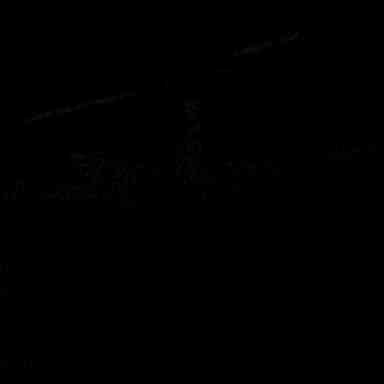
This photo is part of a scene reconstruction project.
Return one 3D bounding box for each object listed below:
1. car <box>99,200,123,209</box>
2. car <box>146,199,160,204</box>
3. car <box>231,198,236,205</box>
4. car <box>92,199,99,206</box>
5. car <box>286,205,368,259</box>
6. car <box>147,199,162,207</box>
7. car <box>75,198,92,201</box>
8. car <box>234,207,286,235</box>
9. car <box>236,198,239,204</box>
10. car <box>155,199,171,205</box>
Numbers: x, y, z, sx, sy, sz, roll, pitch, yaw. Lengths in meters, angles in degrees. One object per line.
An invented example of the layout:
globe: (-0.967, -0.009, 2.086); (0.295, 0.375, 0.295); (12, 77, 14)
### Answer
car: (-14.402, 2.294, 60.563); (4.514, 1.523, 2.007); (-2, -1, 43)
car: (-10.783, 2.575, 91.346); (3.633, 1.501, 1.845); (-2, -1, 43)
car: (6.141, 2.017, 71.258); (5.027, 1.636, 2.152); (-2, -1, 43)
car: (-23.572, 2.430, 77.861); (4.605, 1.855, 1.932); (-2, -1, 43)
car: (5.727, 1.487, 13.535); (1.905, 1.878, 3.866); (-2, -1, 43)
car: (-7.551, 2.246, 67.838); (3.633, 1.501, 1.845); (-2, -1, 43)
car: (-25.254, 2.421, 75.456); (3.866, 1.878, 1.905); (-2, -1, 43)
car: (4.554, 1.741, 20.567); (2.242, 1.667, 4.611); (-2, -1, 43)
car: (8.244, 2.005, 73.586); (4.514, 1.523, 2.007); (-2, -1, 43)
car: (-7.395, 2.454, 84.104); (3.806, 1.475, 1.970); (-2, -1, 43)
